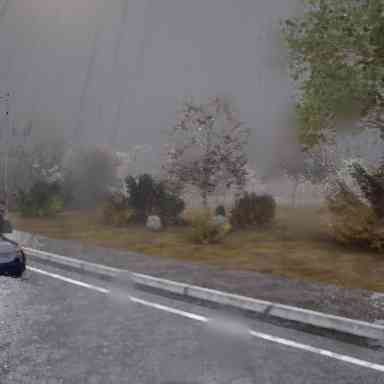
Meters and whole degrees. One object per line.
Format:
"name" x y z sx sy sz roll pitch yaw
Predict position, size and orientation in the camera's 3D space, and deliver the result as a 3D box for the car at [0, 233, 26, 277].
"car" -6.348 1.583 9.186 4.181 1.385 1.994 0 0 40
